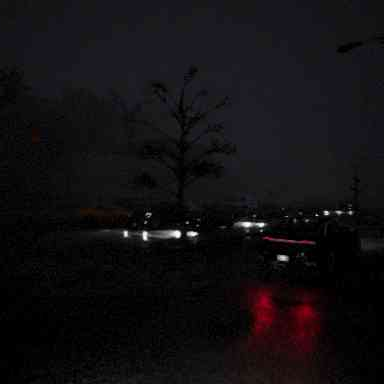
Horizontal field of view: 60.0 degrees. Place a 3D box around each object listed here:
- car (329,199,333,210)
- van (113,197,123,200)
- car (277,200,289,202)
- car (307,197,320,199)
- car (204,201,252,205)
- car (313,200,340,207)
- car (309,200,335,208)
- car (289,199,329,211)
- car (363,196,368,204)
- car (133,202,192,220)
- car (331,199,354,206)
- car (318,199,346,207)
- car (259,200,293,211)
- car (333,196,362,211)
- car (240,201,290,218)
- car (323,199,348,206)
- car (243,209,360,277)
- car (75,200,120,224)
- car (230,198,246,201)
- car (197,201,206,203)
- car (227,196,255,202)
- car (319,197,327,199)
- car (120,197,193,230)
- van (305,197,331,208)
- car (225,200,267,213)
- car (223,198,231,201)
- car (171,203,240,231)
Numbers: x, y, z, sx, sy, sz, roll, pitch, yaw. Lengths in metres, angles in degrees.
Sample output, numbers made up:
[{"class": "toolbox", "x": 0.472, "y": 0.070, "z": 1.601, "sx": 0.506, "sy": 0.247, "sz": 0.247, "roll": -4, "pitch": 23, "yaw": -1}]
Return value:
[{"class": "car", "x": 20.250, "y": 2.169, "z": 50.205, "sx": 1.895, "sy": 1.301, "sz": 4.718, "roll": 0, "pitch": -1, "yaw": 38}, {"class": "van", "x": -4.298, "y": 1.376, "z": 27.190, "sx": 4.442, "sy": 1.987, "sz": 1.878, "roll": -1, "pitch": -1, "yaw": 18}, {"class": "car", "x": 10.572, "y": 1.816, "z": 38.055, "sx": 1.812, "sy": 1.442, "sz": 4.674, "roll": 0, "pitch": -1, "yaw": 39}, {"class": "car", "x": 17.977, "y": 2.053, "z": 55.224, "sx": 5.366, "sy": 1.575, "sz": 1.946, "roll": -1, "pitch": -2, "yaw": 18}, {"class": "car", "x": 3.251, "y": 1.724, "z": 28.867, "sx": 1.994, "sy": 1.385, "sz": 4.181, "roll": 0, "pitch": -1, "yaw": 38}, {"class": "car", "x": 27.031, "y": 2.292, "z": 66.984, "sx": 4.792, "sy": 1.488, "sz": 2.163, "roll": -1, "pitch": -1, "yaw": 18}, {"class": "car", "x": 25.211, "y": 2.268, "z": 64.634, "sx": 4.674, "sy": 1.452, "sz": 2.002, "roll": -1, "pitch": -1, "yaw": 18}, {"class": "car", "x": 12.707, "y": 1.827, "z": 35.939, "sx": 2.033, "sy": 1.411, "sz": 5.357, "roll": 0, "pitch": -1, "yaw": 39}, {"class": "car", "x": 40.052, "y": 2.108, "z": 83.360, "sx": 5.566, "sy": 2.045, "sz": 2.435, "roll": -1, "pitch": -1, "yaw": 18}, {"class": "car", "x": -2.586, "y": 1.661, "z": 29.564, "sx": 4.792, "sy": 1.488, "sz": 2.163, "roll": -1, "pitch": -1, "yaw": 18}, {"class": "car", "x": 34.473, "y": 2.378, "z": 76.339, "sx": 4.674, "sy": 1.452, "sz": 2.002, "roll": -1, "pitch": 0, "yaw": 18}, {"class": "car", "x": 29.091, "y": 2.281, "z": 69.268, "sx": 5.366, "sy": 1.575, "sz": 1.946, "roll": -1, "pitch": -1, "yaw": 18}, {"class": "car", "x": 12.250, "y": 1.955, "z": 48.260, "sx": 4.674, "sy": 1.452, "sz": 2.002, "roll": -1, "pitch": -1, "yaw": 18}, {"class": "car", "x": 22.642, "y": 1.870, "z": 48.395, "sx": 2.097, "sy": 1.767, "sz": 4.553, "roll": 0, "pitch": -1, "yaw": 38}, {"class": "car", "x": 6.159, "y": 1.727, "z": 27.708, "sx": 1.994, "sy": 1.385, "sz": 4.181, "roll": 0, "pitch": -1, "yaw": 39}, {"class": "car", "x": 30.794, "y": 2.338, "z": 71.653, "sx": 4.792, "sy": 1.488, "sz": 2.163, "roll": -1, "pitch": -1, "yaw": 18}, {"class": "car", "x": 3.813, "y": 1.488, "z": 10.364, "sx": 2.128, "sy": 1.511, "sz": 4.902, "roll": 0, "pitch": -1, "yaw": 38}, {"class": "car", "x": -6.083, "y": 1.569, "z": 24.827, "sx": 5.366, "sy": 1.575, "sz": 1.946, "roll": -1, "pitch": -1, "yaw": 18}, {"class": "car", "x": 2.992, "y": 1.722, "z": 36.580, "sx": 5.008, "sy": 1.535, "sz": 2.097, "roll": -1, "pitch": -1, "yaw": 18}, {"class": "car", "x": -0.884, "y": 1.659, "z": 31.954, "sx": 5.366, "sy": 1.575, "sz": 1.946, "roll": -1, "pitch": -1, "yaw": 18}, {"class": "car", "x": 4.815, "y": 1.504, "z": 38.921, "sx": 5.566, "sy": 2.045, "sz": 2.435, "roll": -1, "pitch": -1, "yaw": 18}, {"class": "car", "x": 21.531, "y": 2.025, "z": 59.949, "sx": 4.553, "sy": 1.767, "sz": 2.185, "roll": -1, "pitch": -1, "yaw": 18}, {"class": "car", "x": -2.117, "y": 1.429, "z": 22.098, "sx": 2.097, "sy": 1.767, "sz": 4.553, "roll": 0, "pitch": -1, "yaw": 38}, {"class": "van", "x": 23.471, "y": 1.967, "z": 62.276, "sx": 4.442, "sy": 1.987, "sz": 1.878, "roll": -1, "pitch": -2, "yaw": 18}, {"class": "car", "x": 6.691, "y": 1.794, "z": 41.260, "sx": 4.892, "sy": 1.521, "sz": 2.231, "roll": -1, "pitch": -1, "yaw": 18}, {"class": "car", "x": 1.149, "y": 1.691, "z": 34.231, "sx": 4.892, "sy": 1.521, "sz": 2.231, "roll": -1, "pitch": -1, "yaw": 18}, {"class": "car", "x": 0.943, "y": 1.647, "z": 21.145, "sx": 1.994, "sy": 1.385, "sz": 4.181, "roll": 0, "pitch": -1, "yaw": 38}]
